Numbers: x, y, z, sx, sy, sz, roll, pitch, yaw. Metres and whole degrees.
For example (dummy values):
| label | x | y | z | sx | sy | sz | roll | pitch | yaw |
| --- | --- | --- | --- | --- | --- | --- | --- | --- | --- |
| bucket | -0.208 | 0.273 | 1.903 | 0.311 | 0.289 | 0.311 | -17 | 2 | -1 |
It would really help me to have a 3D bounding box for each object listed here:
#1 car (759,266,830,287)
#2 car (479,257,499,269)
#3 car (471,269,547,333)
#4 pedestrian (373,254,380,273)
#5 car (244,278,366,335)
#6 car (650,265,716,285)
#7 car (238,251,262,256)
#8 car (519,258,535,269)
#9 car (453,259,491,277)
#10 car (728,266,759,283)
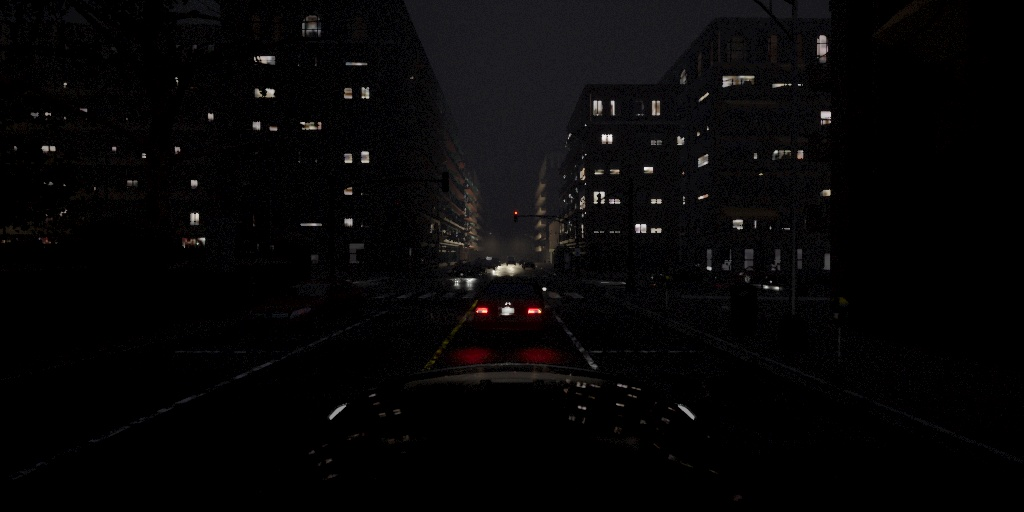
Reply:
| label | x | y | z | sx | sy | sz | roll | pitch | yaw |
| --- | --- | --- | --- | --- | --- | --- | --- | --- | --- |
| car | 23.499 | 1.732 | 28.906 | 5.357 | 1.411 | 2.033 | 1 | 0 | -1 |
| car | -3.243 | 1.274 | 50.466 | 1.812 | 1.442 | 4.674 | 0 | 0 | 0 |
| car | 0.052 | 1.297 | 10.715 | 2.033 | 1.411 | 5.357 | 0 | 0 | 3 |
| pedestrian | -12.807 | 0.652 | 33.884 | 0.375 | 1.860 | 0.375 | 0 | -1 | -1 |
| car | -5.713 | 1.331 | 10.502 | 1.802 | 1.307 | 4.207 | 0 | 0 | 0 |
| car | 13.690 | 1.502 | 28.752 | 4.902 | 1.511 | 2.128 | 1 | 0 | -1 |
| car | -17.606 | 0.694 | 25.075 | 5.566 | 2.045 | 2.150 | 1 | 0 | -1 |
| car | 2.535 | 1.299 | 54.209 | 2.007 | 1.370 | 4.403 | 0 | 0 | 0 |
| car | -3.956 | 1.295 | 34.821 | 2.033 | 1.411 | 5.357 | 0 | 0 | 12 |
| car | 21.293 | 1.571 | 31.431 | 4.097 | 1.591 | 1.967 | 0 | 0 | -1 |
